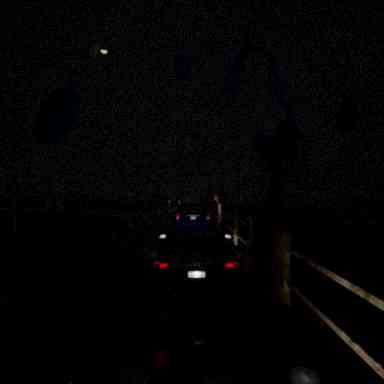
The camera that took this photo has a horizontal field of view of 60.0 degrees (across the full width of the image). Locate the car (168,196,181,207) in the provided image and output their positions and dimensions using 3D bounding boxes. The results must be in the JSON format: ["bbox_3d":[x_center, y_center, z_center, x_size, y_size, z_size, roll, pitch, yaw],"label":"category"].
[{"bbox_3d":[-2.838,1.465,54.995,2.097,1.767,4.553,0,0,0],"label":"car"}]

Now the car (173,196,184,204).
[{"bbox_3d":[-2.767,1.685,70.153,2.128,1.511,4.902,0,0,0],"label":"car"}]

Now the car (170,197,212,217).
[{"bbox_3d":[0.012,1.379,19.325,2.097,1.767,4.553,0,0,-1],"label":"car"}]

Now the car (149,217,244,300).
[{"bbox_3d":[0.090,1.571,8.454,1.994,1.385,4.181,0,0,0],"label":"car"}]
